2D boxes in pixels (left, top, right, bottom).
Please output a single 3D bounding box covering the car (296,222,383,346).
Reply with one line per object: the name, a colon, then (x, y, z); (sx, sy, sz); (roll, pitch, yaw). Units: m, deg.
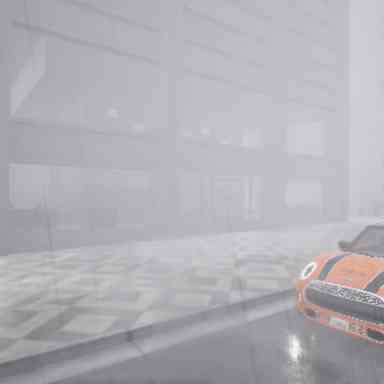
car: (4.022, 1.372, 6.250); (4.553, 1.767, 2.097); (0, 0, -36)
